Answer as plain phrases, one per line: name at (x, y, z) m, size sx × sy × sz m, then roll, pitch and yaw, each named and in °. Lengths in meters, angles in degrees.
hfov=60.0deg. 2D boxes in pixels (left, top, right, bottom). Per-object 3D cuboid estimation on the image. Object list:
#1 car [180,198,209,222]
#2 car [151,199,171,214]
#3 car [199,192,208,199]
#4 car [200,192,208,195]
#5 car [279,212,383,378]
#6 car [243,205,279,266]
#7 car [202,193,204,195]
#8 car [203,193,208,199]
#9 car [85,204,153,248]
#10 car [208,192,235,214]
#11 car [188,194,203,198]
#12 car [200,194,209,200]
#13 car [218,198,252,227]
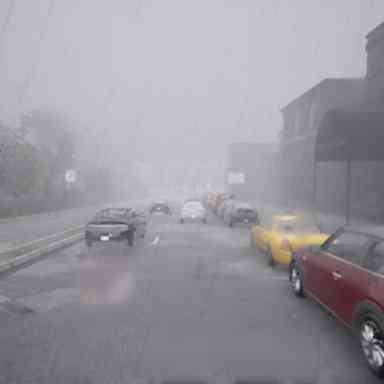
car at (0.083, 1.457, 25.190) m, size 1.812 × 1.442 × 4.674 m, roll 0°, pitch 0°, yaw 0°
car at (-3.188, 1.433, 33.889) m, size 1.812 × 1.442 × 4.674 m, roll 0°, pitch 0°, yaw 0°
car at (3.140, 0.973, 94.132) m, size 2.435 × 2.045 × 5.566 m, roll 0°, pitch 0°, yaw 0°
car at (3.169, 1.048, 66.508) m, size 2.435 × 2.045 × 5.566 m, roll 0°, pitch 0°, yaw 0°
car at (3.226, 1.339, 5.672) m, size 2.185 × 1.767 × 4.553 m, roll 0°, pitch 0°, yaw 0°
car at (3.223, 1.446, 11.416) m, size 1.946 × 1.575 × 5.366 m, roll 0°, pitch 0°, yaw 0°
car at (3.234, 1.326, 57.088) m, size 2.231 × 1.521 × 4.892 m, roll 0°, pitch 0°, yaw 1°
car at (3.184, 1.341, 50.216) m, size 1.946 × 1.575 × 5.366 m, roll 0°, pitch 0°, yaw 0°
car at (-3.158, 1.452, 14.477) m, size 2.128 × 1.511 × 4.902 m, roll 0°, pitch 0°, yaw 0°
car at (3.201, 1.138, 33.483) m, size 2.435 × 2.045 × 5.566 m, roll 0°, pitch 0°, yaw 0°
car at (0.067, 1.390, 42.222) m, size 1.837 × 1.490 × 4.892 m, roll 0°, pitch 0°, yaw 0°
car at (3.156, 1.284, 83.087) m, size 2.163 × 1.488 × 4.792 m, roll 0°, pitch 0°, yaw 0°
car at (3.211, 1.420, 22.273) m, size 2.231 × 1.521 × 4.892 m, roll 0°, pitch 0°, yaw 0°
